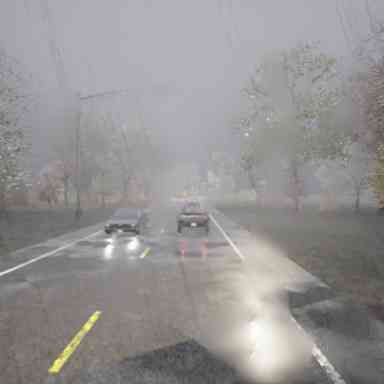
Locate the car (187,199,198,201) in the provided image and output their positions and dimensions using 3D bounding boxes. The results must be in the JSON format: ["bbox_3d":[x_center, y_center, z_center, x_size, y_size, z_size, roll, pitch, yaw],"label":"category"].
[{"bbox_3d":[0.101,1.600,42.904,1.812,1.442,4.674,0,0,0],"label":"car"}]

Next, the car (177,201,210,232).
[{"bbox_3d":[0.097,1.528,20.399,2.128,1.511,4.902,0,0,0],"label":"car"}]

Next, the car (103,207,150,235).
[{"bbox_3d":[-3.592,1.582,19.273,2.033,1.411,5.357,0,0,0],"label":"car"}]
